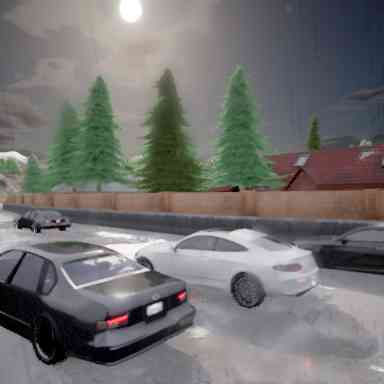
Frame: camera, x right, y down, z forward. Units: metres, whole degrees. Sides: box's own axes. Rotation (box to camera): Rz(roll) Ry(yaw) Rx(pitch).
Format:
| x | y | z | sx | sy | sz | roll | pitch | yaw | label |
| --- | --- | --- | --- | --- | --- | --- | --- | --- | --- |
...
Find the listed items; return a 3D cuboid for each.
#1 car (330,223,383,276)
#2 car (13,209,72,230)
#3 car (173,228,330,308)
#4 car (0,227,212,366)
| x | y | z | sx | sy | sz | roll | pitch | yaw | label |
| --- | --- | --- | --- | --- | --- | --- | --- | --- | --- |
| 4.977 | 1.579 | 9.110 | 4.674 | 1.442 | 1.812 | -1 | -1 | 36 | car |
| -9.739 | 1.803 | 21.446 | 5.357 | 1.411 | 2.033 | -1 | -1 | 44 | car |
| 0.579 | 1.596 | 8.042 | 4.674 | 1.442 | 1.812 | -1 | -1 | 37 | car |
| -2.478 | 1.617 | 5.940 | 5.357 | 1.411 | 2.033 | -1 | -1 | 38 | car |
